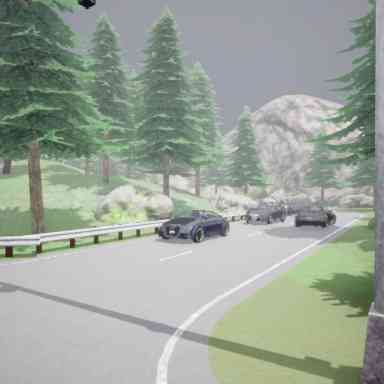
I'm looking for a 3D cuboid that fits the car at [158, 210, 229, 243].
[{"bbox_3d":[0.192,1.581,16.400,1.994,1.385,4.181,0,0,33],"label":"car"}]

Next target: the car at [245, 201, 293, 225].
[{"bbox_3d":[5.560,1.516,24.772,2.128,1.511,4.902,0,0,33],"label":"car"}]

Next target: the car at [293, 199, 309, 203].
[{"bbox_3d":[10.855,1.537,33.510,1.837,1.490,4.892,0,0,26],"label":"car"}]

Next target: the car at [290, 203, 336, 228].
[{"bbox_3d":[8.441,1.653,22.594,1.994,1.385,4.181,0,-1,33],"label":"car"}]
